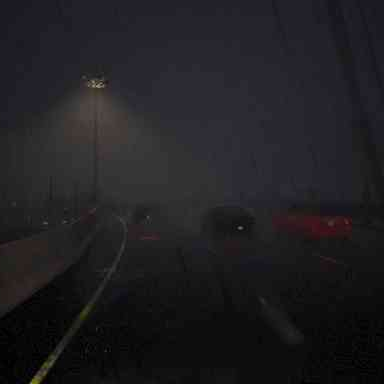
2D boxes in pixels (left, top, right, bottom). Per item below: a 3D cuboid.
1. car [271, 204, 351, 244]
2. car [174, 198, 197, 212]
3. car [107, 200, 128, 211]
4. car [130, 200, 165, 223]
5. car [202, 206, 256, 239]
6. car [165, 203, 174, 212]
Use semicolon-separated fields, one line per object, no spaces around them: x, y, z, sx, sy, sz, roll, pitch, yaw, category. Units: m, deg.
5.529;1.343;16.138;2.097;1.767;4.553;0;0;-9;car
-0.911;1.524;39.542;1.837;1.490;4.892;0;0;-21;car
-9.389;1.645;41.645;1.895;1.301;4.718;0;0;-24;car
-3.607;1.527;25.518;1.837;1.490;4.892;0;0;-15;car
1.787;1.480;17.547;1.882;1.535;5.008;0;0;-10;car
-4.180;1.576;38.503;2.033;1.411;5.357;0;0;-22;car
